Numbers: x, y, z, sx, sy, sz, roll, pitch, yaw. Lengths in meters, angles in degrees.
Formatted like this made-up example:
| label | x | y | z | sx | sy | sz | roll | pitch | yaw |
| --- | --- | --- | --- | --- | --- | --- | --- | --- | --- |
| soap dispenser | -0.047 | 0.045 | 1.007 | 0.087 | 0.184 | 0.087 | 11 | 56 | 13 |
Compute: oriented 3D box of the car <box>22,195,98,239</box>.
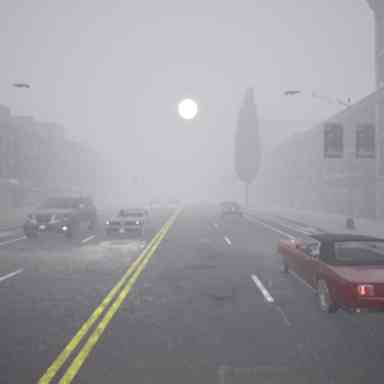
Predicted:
| label | x | y | z | sx | sy | sz | roll | pitch | yaw |
| --- | --- | --- | --- | --- | --- | --- | --- | --- | --- |
| car | -6.599 | 1.180 | 17.416 | 2.150 | 2.045 | 5.566 | 0 | 0 | 0 |

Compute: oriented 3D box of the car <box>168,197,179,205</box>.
| label | x | y | z | sx | sy | sz | roll | pitch | yaw |
| --- | --- | --- | --- | --- | --- | --- | --- | --- | --- |
| car | -3.286 | 1.590 | 59.761 | 2.128 | 1.511 | 4.902 | 0 | 0 | 1 |

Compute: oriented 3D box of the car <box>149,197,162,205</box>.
| label | x | y | z | sx | sy | sz | roll | pitch | yaw |
| --- | --- | --- | --- | --- | --- | --- | --- | --- | --- |
| car | -6.533 | 1.589 | 59.636 | 2.128 | 1.511 | 4.902 | 0 | 0 | 1 |

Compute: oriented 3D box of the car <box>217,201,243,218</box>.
| label | x | y | z | sx | sy | sz | roll | pitch | yaw |
| --- | --- | --- | --- | --- | --- | --- | --- | --- | --- |
| car | 3.350 | 1.504 | 29.704 | 2.033 | 1.411 | 5.357 | 0 | 0 | 0 |

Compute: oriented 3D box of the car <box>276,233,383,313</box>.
| label | x | y | z | sx | sy | sz | roll | pitch | yaw |
| --- | --- | --- | --- | --- | --- | --- | --- | --- | --- |
| car | 3.337 | 1.584 | 7.536 | 1.895 | 1.301 | 4.718 | 0 | 0 | 0 |

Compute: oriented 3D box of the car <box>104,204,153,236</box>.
| label | x | y | z | sx | sy | sz | roll | pitch | yaw |
| --- | --- | --- | --- | --- | --- | --- | --- | --- | --- |
| car | -3.347 | 1.558 | 18.162 | 1.895 | 1.301 | 4.718 | 0 | 0 | 0 |

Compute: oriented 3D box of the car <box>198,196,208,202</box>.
| label | x | y | z | sx | sy | sz | roll | pitch | yaw |
| --- | --- | --- | --- | --- | --- | --- | --- | --- | --- |
| car | 3.258 | 1.905 | 87.632 | 1.812 | 1.442 | 4.674 | 0 | -1 | 0 |
